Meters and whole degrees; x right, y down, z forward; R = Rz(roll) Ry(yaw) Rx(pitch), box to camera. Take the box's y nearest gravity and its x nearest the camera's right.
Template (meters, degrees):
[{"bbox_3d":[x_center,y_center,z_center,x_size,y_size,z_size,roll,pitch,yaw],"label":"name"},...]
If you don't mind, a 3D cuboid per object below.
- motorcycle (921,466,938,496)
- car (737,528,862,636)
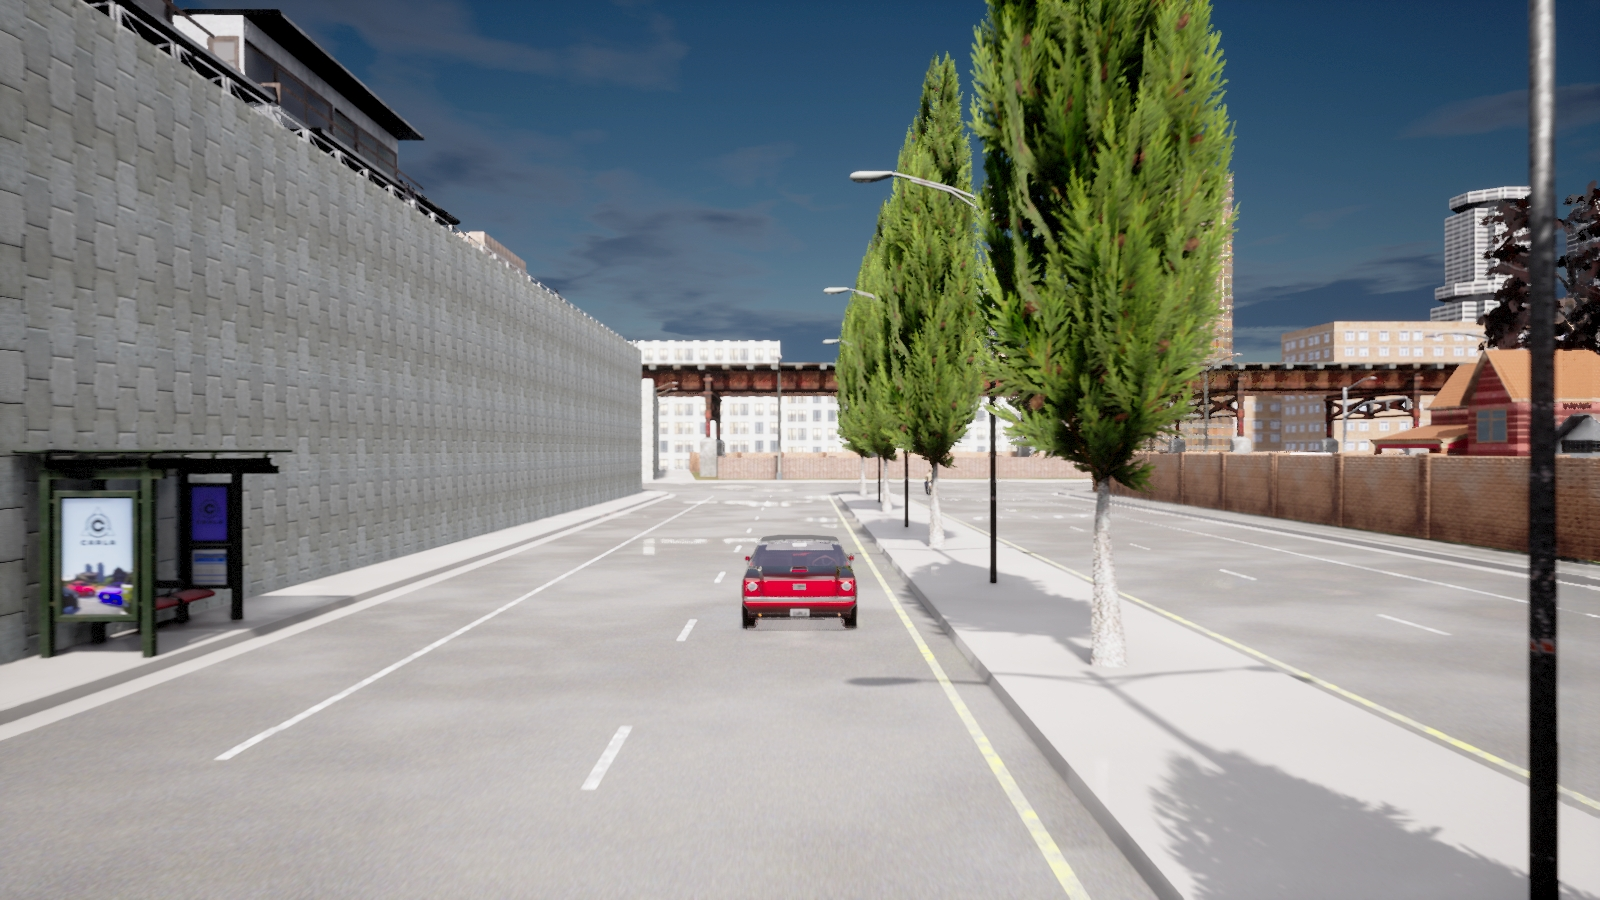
[{"bbox_3d":[7.985,1.888,70.444,0.764,1.802,2.356,0,0,0],"label":"motorcycle"},{"bbox_3d":[-0.010,2.155,19.646,1.895,1.301,4.718,0,0,0],"label":"car"}]
